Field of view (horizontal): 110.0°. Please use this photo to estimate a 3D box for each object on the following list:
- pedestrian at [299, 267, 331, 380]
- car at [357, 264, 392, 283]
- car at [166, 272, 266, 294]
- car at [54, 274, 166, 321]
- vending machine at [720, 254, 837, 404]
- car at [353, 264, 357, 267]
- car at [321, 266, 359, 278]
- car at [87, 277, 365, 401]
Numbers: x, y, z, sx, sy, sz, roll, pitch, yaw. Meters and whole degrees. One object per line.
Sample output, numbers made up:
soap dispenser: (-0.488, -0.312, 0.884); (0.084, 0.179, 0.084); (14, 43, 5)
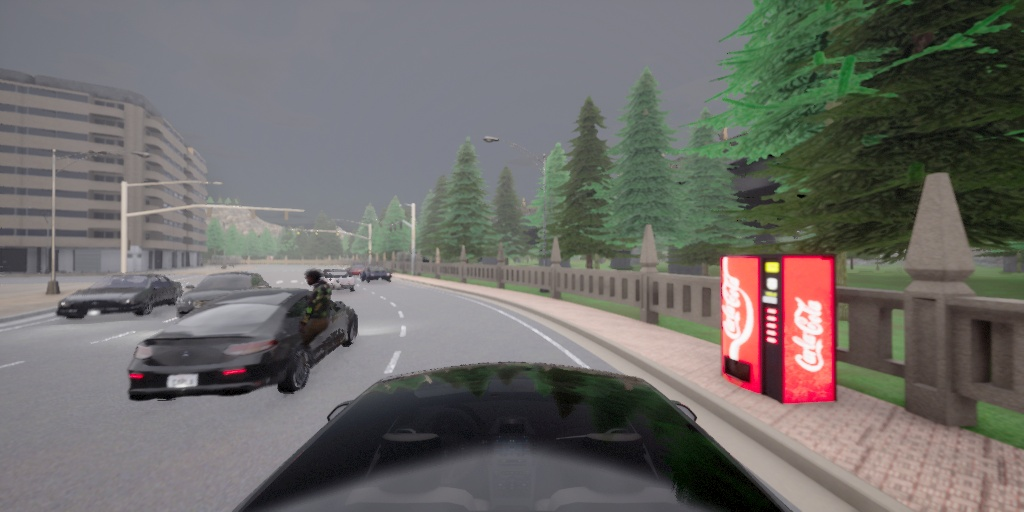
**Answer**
pedestrian: (-2.994, 1.086, 5.576); (0.375, 1.860, 0.375); (0, 0, -9)
car: (-11.761, 1.550, 30.783); (1.895, 1.301, 4.718); (0, 0, -31)
car: (-10.063, 1.338, 12.903); (1.837, 1.490, 4.892); (1, -1, -25)
car: (-14.141, 1.387, 13.399); (2.033, 1.411, 5.357); (0, 0, -28)
vending machine: (3.705, 0.963, 5.082); (1.100, 2.100, 0.880); (0, 0, -7)
car: (-17.154, 1.577, 39.918); (1.994, 1.385, 4.181); (0, 0, -30)
car: (-10.927, 1.494, 22.214); (1.895, 1.301, 4.718); (0, 0, -29)
car: (-4.246, 1.310, 6.493); (1.812, 1.442, 4.674); (0, 0, -9)
